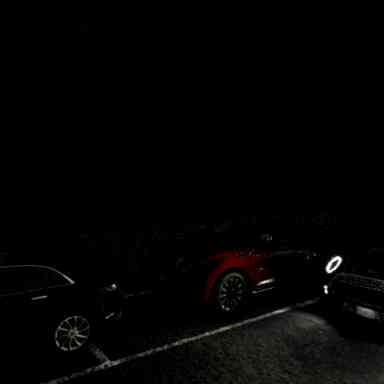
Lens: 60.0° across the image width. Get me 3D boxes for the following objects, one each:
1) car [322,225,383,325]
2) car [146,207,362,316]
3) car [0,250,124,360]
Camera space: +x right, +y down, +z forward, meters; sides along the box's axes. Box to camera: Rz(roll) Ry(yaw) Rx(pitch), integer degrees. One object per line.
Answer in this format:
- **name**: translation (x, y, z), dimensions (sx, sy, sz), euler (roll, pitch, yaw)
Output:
- **car**: translation (4.637, 1.354, 6.660), dimensions (4.553, 1.767, 2.097), euler (0, 0, -35)
- **car**: translation (1.471, 1.316, 7.678), dimensions (5.009, 1.841, 2.192), euler (0, 0, -35)
- **car**: translation (-3.105, 1.551, 4.434), dimensions (4.403, 1.369, 2.008), euler (0, 0, -35)
